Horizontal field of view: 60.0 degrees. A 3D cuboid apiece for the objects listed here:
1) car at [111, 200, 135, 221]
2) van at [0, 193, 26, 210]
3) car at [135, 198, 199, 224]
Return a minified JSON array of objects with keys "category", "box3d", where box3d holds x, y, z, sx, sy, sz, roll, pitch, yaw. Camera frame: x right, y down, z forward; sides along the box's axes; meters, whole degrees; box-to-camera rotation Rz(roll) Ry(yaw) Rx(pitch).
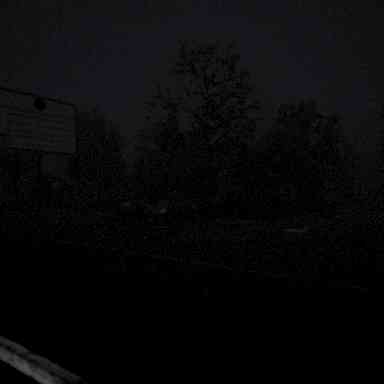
[{"category":"car","box3d":[-4.051,1.366,25.409,2.002,1.452,4.674,0,0,35]},{"category":"van","box3d":[-21.129,1.099,37.275,1.878,1.987,4.442,-1,0,35]},{"category":"car","box3d":[-1.428,1.220,23.625,2.185,1.767,4.553,0,0,35]}]
